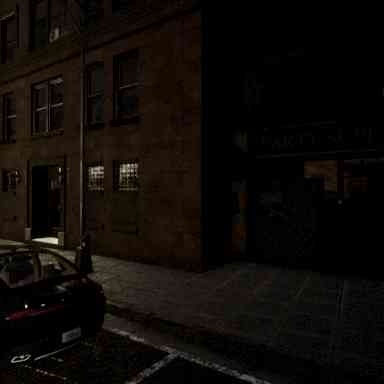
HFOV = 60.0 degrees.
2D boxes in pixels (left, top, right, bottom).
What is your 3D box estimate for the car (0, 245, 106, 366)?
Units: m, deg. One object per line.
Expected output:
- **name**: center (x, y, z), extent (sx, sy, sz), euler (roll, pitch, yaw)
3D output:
- **car**: center (-3.274, 1.551, 5.434), extent (4.403, 1.369, 2.008), euler (0, 0, 36)
